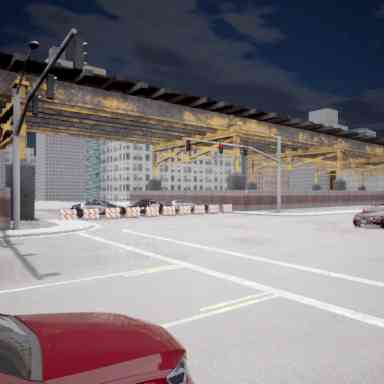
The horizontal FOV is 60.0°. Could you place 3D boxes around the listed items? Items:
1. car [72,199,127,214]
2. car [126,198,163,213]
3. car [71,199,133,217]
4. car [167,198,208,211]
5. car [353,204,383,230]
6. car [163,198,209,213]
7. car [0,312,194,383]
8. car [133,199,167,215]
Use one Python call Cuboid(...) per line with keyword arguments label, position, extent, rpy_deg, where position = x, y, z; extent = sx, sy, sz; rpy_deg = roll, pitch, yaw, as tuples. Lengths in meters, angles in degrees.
Cuboid(label="car", position=(-8.421, 1.295, 30.406), extent=(4.536, 1.218, 1.853), rpy_deg=(0, 0, 8))
Cuboid(label="car", position=(-4.615, 1.295, 33.143), extent=(1.853, 1.218, 4.536), rpy_deg=(0, 0, 18))
Cuboid(label="car", position=(-8.370, 1.453, 30.399), extent=(4.974, 1.542, 2.038), rpy_deg=(0, 0, 8))
Cuboid(label="car", position=(-0.781, 1.295, 36.856), extent=(4.536, 1.218, 1.853), rpy_deg=(0, 0, -7))
Cuboid(label="car", position=(12.253, 1.527, 21.395), extent=(4.674, 1.442, 1.812), rpy_deg=(0, 0, -36))
Cuboid(label="car", position=(-0.730, 1.453, 36.862), extent=(4.974, 1.542, 2.038), rpy_deg=(0, 0, -7))
Cuboid(label="car", position=(-2.141, 1.526, 2.240), extent=(4.674, 1.442, 1.812), rpy_deg=(0, 0, -35))
Cuboid(label="car", position=(-4.631, 1.453, 33.093), extent=(2.038, 1.542, 4.974), rpy_deg=(0, 0, 18))
